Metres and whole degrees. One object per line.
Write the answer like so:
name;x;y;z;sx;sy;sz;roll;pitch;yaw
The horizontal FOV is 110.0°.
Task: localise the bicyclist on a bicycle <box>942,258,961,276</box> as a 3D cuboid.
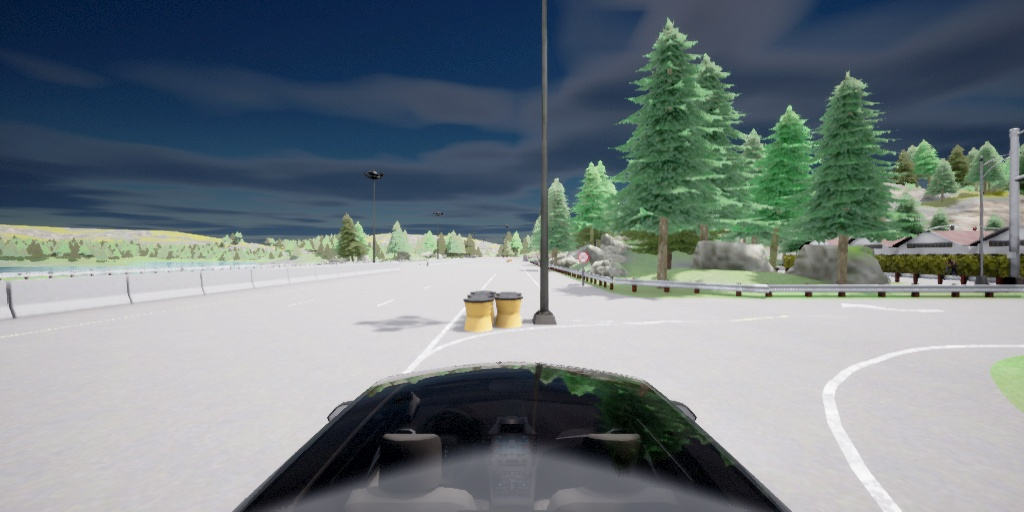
bicyclist on a bicycle;37.572;1.024;30.651;1.656;1.620;0.582;0;0;0
